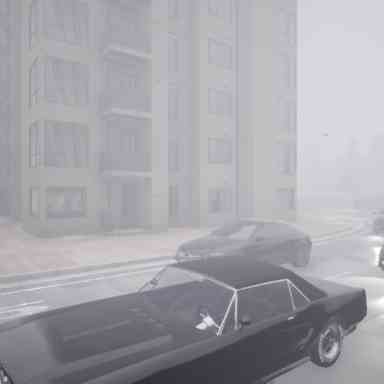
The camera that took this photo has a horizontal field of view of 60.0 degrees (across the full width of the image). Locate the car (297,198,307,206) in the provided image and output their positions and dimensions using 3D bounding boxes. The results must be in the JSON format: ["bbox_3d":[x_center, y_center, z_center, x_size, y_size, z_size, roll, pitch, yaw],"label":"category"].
[{"bbox_3d":[16.394,1.600,54.732,1.895,1.301,4.718,0,0,-33],"label":"car"}]

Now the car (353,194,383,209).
[{"bbox_3d":[22.717,1.221,41.459,2.150,2.045,5.566,0,0,-13],"label":"car"}]

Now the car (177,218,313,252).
[{"bbox_3d":[1.686,1.526,9.714,4.674,1.442,1.812,0,0,-38],"label":"car"}]

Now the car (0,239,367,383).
[{"bbox_3d":[0.162,1.601,4.155,4.718,1.301,1.895,0,0,-37],"label":"car"}]

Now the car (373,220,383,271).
[{"bbox_3d":[7.077,1.564,9.549,4.181,1.385,1.994,0,0,-40],"label":"car"}]

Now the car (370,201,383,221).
[{"bbox_3d":[11.459,1.505,18.700,1.837,1.490,4.892,0,0,34],"label":"car"}]

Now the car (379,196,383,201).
[{"bbox_3d":[14.205,1.167,22.569,1.994,1.385,4.181,0,0,25],"label":"car"}]
